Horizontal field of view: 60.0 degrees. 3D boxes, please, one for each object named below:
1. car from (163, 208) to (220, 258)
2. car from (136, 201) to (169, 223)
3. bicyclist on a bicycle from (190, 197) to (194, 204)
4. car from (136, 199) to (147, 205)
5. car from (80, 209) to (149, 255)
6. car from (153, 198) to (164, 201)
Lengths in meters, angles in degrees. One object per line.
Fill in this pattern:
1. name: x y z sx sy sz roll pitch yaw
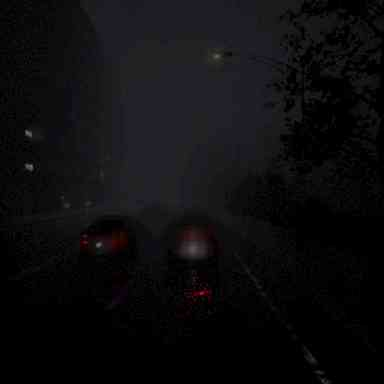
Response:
1. car: 0.078 1.641 13.378 1.837 1.490 4.892 0 0 1
2. car: -3.072 1.777 28.401 2.128 1.511 4.902 0 0 1
3. bicyclist on a bicycle: 0.109 2.253 87.445 0.659 1.776 1.843 0 0 -3
4. car: -9.674 2.158 64.802 2.128 1.511 4.902 0 -1 -1
5. car: -3.166 1.663 13.800 1.812 1.442 4.674 0 0 1
6. car: -6.432 2.010 64.605 2.097 1.767 4.553 0 -1 -1
